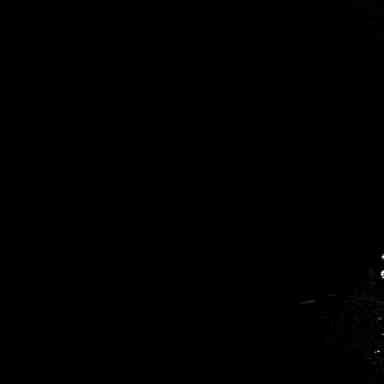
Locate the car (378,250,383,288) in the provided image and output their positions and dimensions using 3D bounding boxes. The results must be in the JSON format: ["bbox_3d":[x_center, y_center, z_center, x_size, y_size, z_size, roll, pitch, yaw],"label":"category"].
[{"bbox_3d":[6.223,1.302,7.473,4.553,1.767,2.097,0,0,-33],"label":"car"}]
